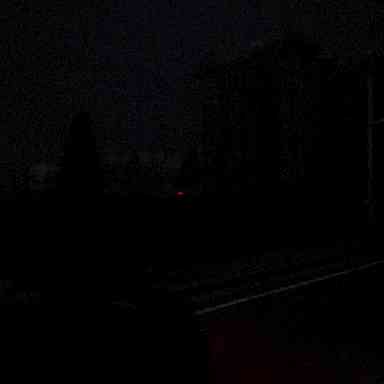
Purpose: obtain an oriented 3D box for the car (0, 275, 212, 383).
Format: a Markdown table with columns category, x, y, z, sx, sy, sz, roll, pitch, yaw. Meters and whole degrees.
| category | x | y | z | sx | sy | sz | roll | pitch | yaw |
| --- | --- | --- | --- | --- | --- | --- | --- | --- | --- |
| car | -1.954 | 1.526 | 2.616 | 4.674 | 1.442 | 1.812 | 0 | 0 | -36 |
